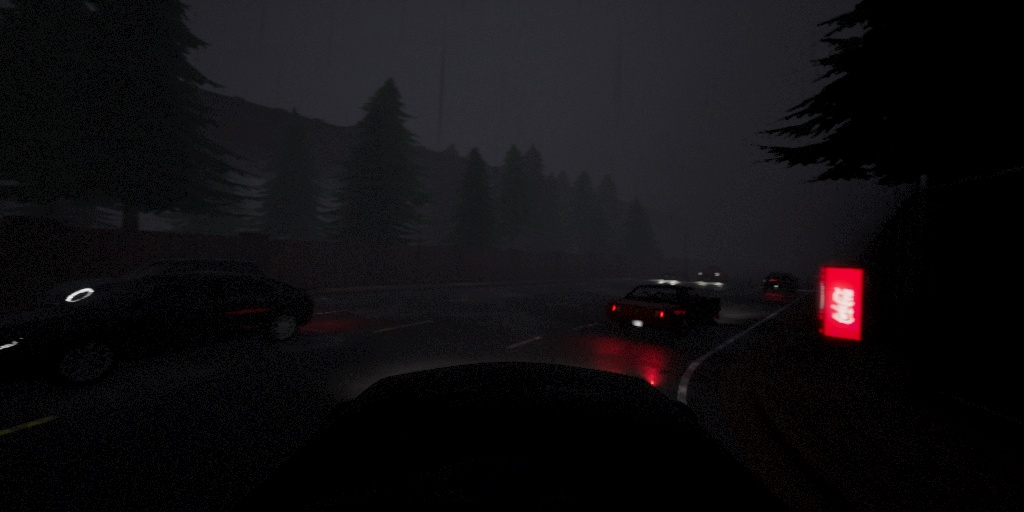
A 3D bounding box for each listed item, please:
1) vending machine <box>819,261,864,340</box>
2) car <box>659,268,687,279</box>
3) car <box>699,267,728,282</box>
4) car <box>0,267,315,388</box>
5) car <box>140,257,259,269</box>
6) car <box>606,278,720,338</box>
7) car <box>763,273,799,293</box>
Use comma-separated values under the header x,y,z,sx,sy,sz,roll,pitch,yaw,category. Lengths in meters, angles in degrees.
x,y,z,sx,sy,sz,roll,pitch,yaw,category
9.090,1.276,9.879,1.100,2.100,0.880,0,0,43,vending machine
18.464,2.068,41.052,1.994,1.385,4.181,2,0,43,car
22.823,1.999,40.577,2.097,1.767,4.553,2,0,43,car
-6.177,1.067,6.642,1.837,1.490,4.892,1,-1,21,car
-8.921,0.834,9.529,2.097,1.767,4.553,2,0,26,car
4.865,1.546,11.079,1.895,1.301,4.718,2,0,44,car
21.463,2.063,28.612,1.837,1.490,4.892,2,0,43,car
